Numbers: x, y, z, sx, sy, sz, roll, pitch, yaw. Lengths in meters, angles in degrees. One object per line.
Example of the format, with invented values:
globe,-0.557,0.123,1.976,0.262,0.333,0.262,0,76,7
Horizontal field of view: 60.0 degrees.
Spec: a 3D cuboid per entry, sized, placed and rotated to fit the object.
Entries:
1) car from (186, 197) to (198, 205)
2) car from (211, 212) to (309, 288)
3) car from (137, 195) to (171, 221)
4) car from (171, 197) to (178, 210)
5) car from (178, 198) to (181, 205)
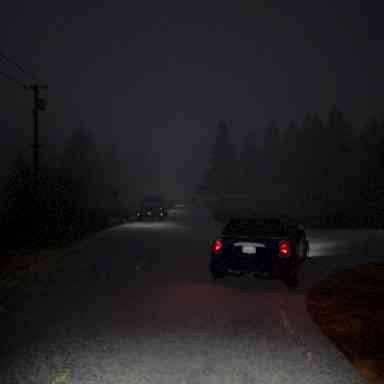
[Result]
car,-0.004,1.655,60.042,1.812,1.442,4.674,0,0,0
car,2.154,1.351,9.752,2.097,1.767,4.553,-1,0,22
car,-3.297,1.277,28.521,2.150,2.045,5.566,0,1,0
car,-3.289,1.574,44.943,1.882,1.535,5.008,0,0,0
car,-3.210,1.702,63.561,1.994,1.385,4.181,0,0,0
